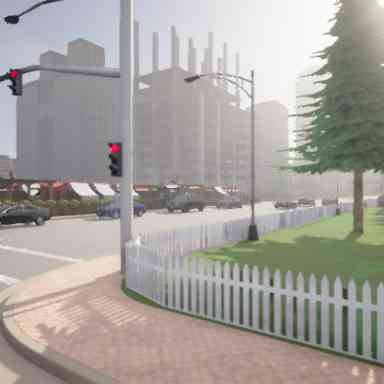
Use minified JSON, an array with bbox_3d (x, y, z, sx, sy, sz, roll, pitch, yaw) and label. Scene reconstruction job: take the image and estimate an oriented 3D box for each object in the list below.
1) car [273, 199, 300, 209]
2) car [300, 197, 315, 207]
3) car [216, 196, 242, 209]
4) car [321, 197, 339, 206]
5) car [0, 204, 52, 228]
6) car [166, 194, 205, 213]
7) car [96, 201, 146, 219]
[{"bbox_3d":[12.636,1.631,44.847,1.895,1.301,4.718,0,0,34],"label":"car"},{"bbox_3d":[18.336,1.536,53.290,1.837,1.490,4.892,0,0,34],"label":"car"},{"bbox_3d":[5.174,1.396,46.586,2.097,1.767,4.553,0,0,34],"label":"car"},{"bbox_3d":[21.347,1.515,51.483,2.128,1.511,4.902,0,0,34],"label":"car"},{"bbox_3d":[-11.672,1.534,21.735,2.128,1.511,4.902,0,0,34],"label":"car"},{"bbox_3d":[-0.617,1.265,38.084,2.150,2.045,5.566,0,0,34],"label":"car"},{"bbox_3d":[-6.266,1.521,29.726,1.882,1.535,5.008,0,0,34],"label":"car"}]
